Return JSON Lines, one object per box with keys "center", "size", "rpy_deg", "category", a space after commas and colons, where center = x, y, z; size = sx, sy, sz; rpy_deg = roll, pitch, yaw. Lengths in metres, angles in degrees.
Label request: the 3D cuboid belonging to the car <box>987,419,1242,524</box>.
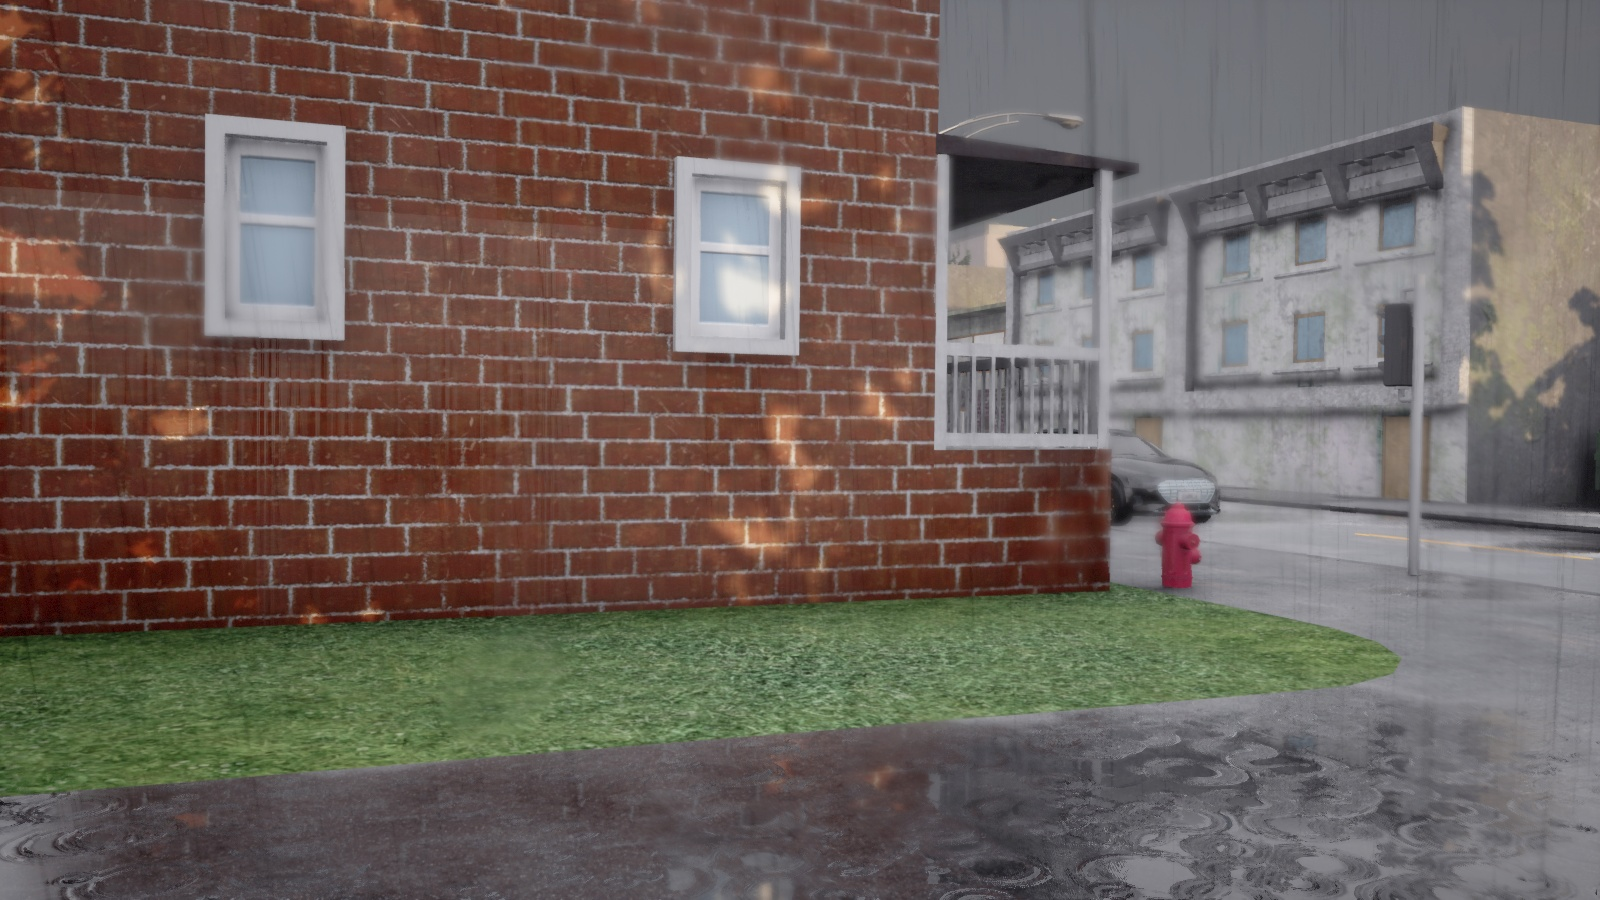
{"center": [5.462, 0.302, 22.579], "size": [2.033, 1.649, 4.856], "rpy_deg": [-1, 1, -21], "category": "car"}
